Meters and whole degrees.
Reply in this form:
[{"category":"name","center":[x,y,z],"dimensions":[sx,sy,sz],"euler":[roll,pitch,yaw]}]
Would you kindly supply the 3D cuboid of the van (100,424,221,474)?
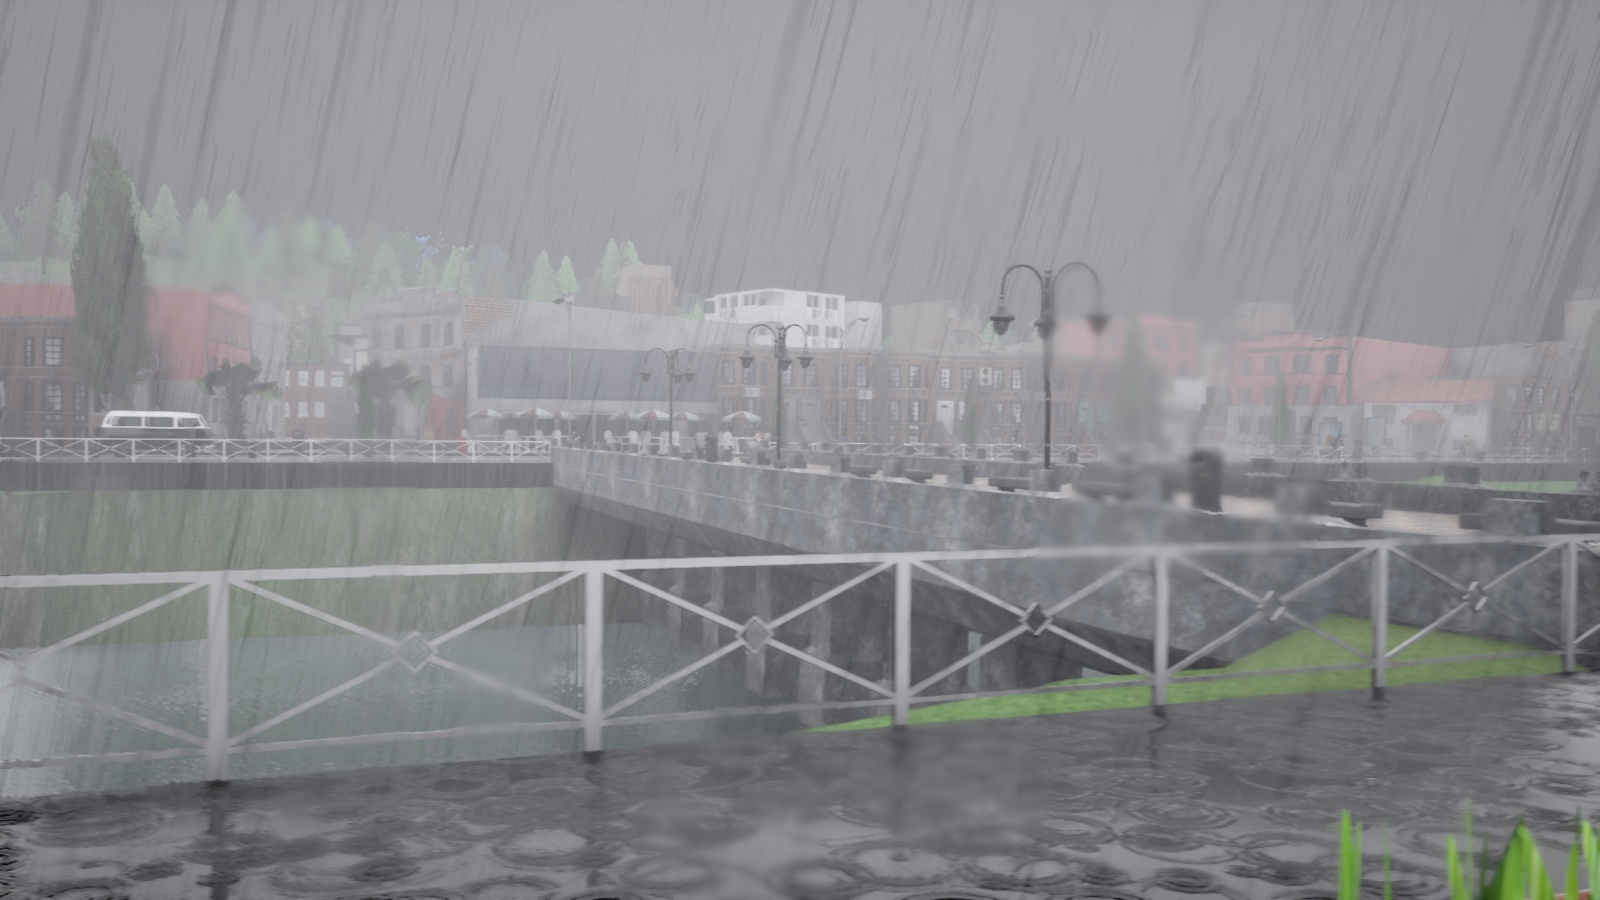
[{"category":"van","center":[-27.872,-0.070,54.876],"dimensions":[4.480,2.038,2.069],"euler":[-1,1,-21]}]
